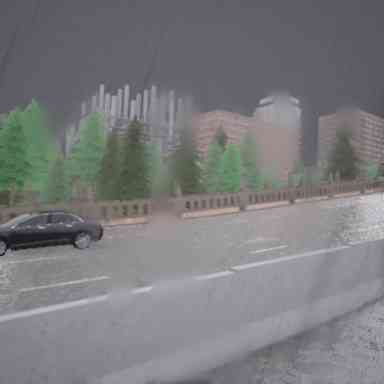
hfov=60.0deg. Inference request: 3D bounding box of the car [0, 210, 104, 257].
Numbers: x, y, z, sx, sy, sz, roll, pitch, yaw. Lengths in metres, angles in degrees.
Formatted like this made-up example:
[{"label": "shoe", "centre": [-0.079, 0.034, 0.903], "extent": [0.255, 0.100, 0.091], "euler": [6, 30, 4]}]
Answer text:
[{"label": "car", "centre": [-5.847, 1.485, 12.704], "extent": [4.892, 1.490, 1.837], "euler": [0, 0, -35]}]
